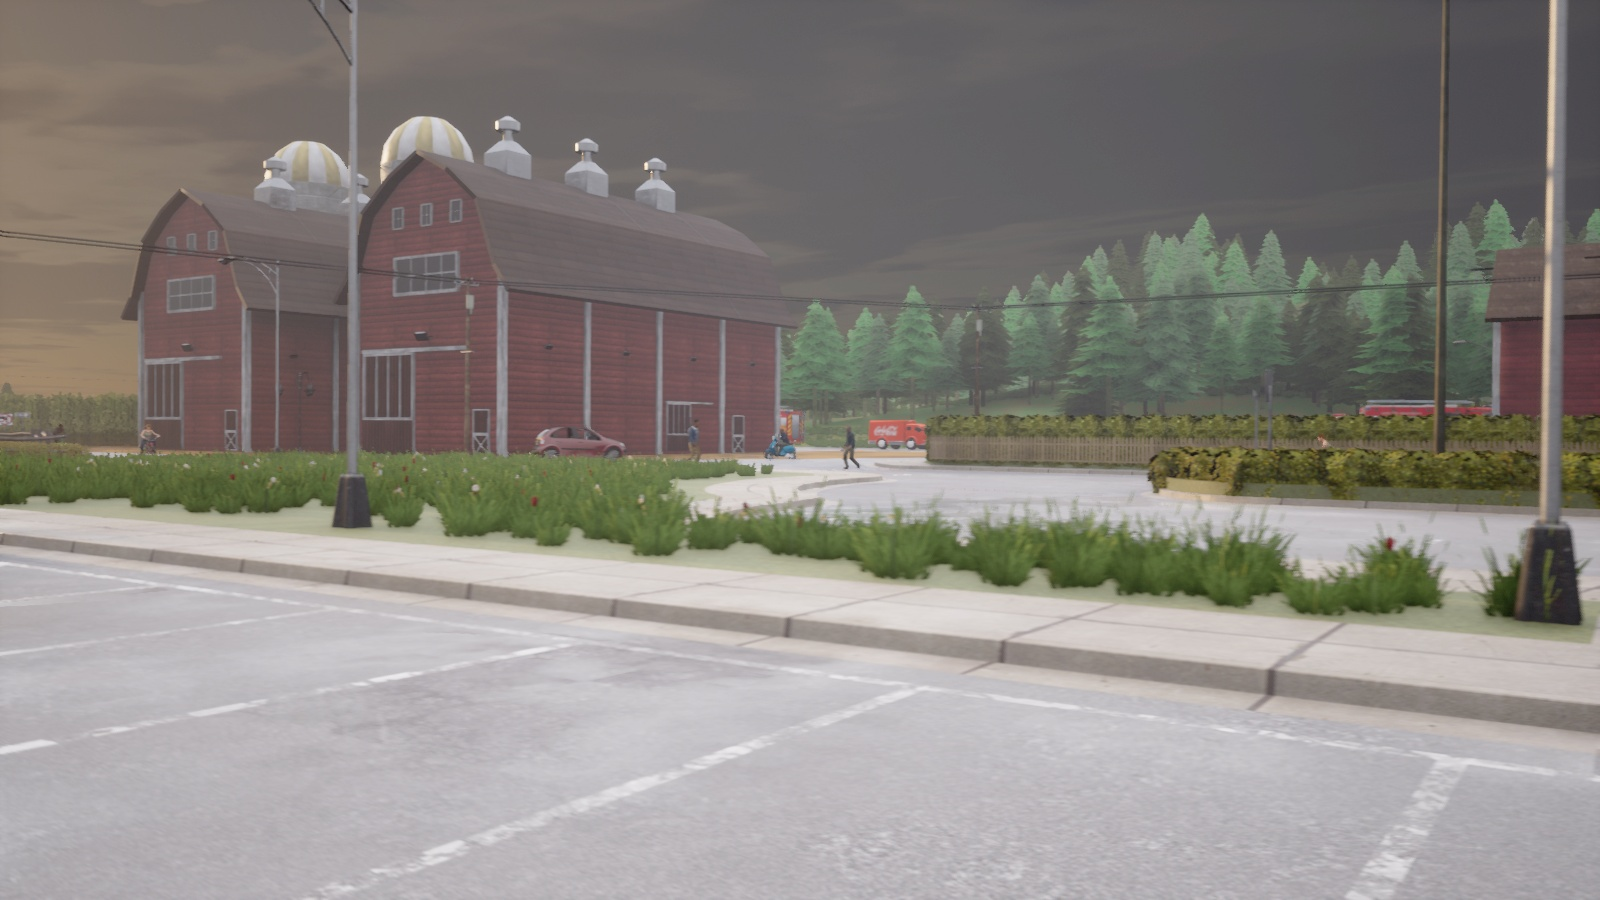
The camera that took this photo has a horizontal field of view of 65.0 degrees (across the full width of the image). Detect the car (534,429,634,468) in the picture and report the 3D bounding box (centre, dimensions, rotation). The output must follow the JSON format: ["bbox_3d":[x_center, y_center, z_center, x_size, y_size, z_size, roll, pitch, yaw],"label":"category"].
[{"bbox_3d":[-9.464,-0.101,54.895,3.988,1.617,1.851,-1,1,-21],"label":"car"}]

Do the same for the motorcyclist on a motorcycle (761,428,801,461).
[{"bbox_3d":[-0.953,-0.268,62.749,1.817,1.590,0.866,-1,1,-29],"label":"motorcyclist on a motorcycle"}]

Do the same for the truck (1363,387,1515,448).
[{"bbox_3d":[41.581,-2.083,82.009,8.468,3.827,2.891,0,1,17],"label":"truck"}]

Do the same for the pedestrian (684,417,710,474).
[{"bbox_3d":[-3.550,-0.173,43.333,0.788,1.949,0.423,0,1,34],"label":"pedestrian"}]

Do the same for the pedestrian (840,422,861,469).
[{"bbox_3d":[2.006,-0.185,50.097,0.726,1.842,0.402,-1,1,-37],"label":"pedestrian"}]
